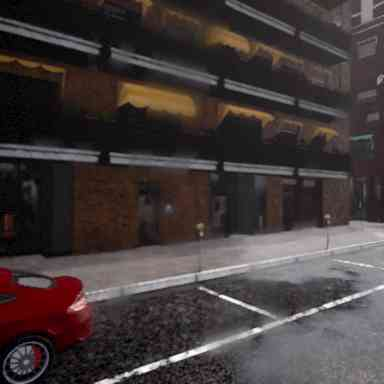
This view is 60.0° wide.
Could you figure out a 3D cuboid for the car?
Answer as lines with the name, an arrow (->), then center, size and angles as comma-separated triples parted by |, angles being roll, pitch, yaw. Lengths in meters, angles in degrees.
car -> -3.278, 1.583, 3.750 | 4.206, 1.307, 1.802 | 0, 1, -35
